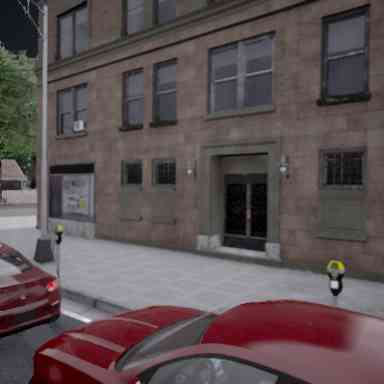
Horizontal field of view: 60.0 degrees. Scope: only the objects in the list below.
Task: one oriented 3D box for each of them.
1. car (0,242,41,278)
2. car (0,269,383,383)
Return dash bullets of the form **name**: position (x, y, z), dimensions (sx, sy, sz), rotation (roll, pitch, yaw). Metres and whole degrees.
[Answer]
- **car**: position (-3.888, 1.470, 5.596), dimensions (4.206, 1.307, 1.802), rotation (1, 1, 36)
- **car**: position (0.599, 1.528, 2.385), dimensions (4.507, 1.381, 1.887), rotation (1, 1, 36)
